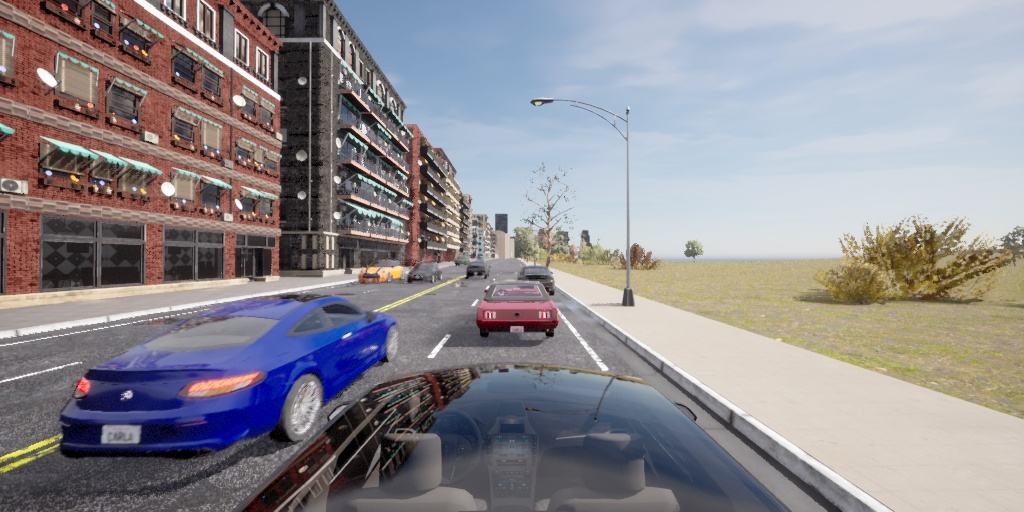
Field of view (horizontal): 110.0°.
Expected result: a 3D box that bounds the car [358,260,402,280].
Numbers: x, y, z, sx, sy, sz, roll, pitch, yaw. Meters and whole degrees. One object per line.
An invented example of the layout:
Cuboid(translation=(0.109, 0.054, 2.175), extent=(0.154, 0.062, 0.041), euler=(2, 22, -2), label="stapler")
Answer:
Cuboid(translation=(-9.747, 1.104, 26.969), extent=(2.097, 1.767, 4.553), euler=(0, 0, 0), label="car")

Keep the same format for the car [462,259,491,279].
Cuboid(translation=(-3.020, 1.252, 32.357), extent=(1.837, 1.490, 4.892), euler=(0, -1, 0), label="car")

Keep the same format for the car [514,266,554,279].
Cuboid(translation=(1.210, 1.257, 19.435), extent=(1.837, 1.490, 4.892), euler=(0, 0, 0), label="car")

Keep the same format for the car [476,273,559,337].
Cuboid(translation=(0.133, 1.352, 10.235), extent=(1.895, 1.301, 4.718), euler=(0, 0, 0), label="car")

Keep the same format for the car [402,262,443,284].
Cuboid(translation=(-6.497, 1.257, 27.106), extent=(1.837, 1.490, 4.892), euler=(0, 0, 0), label="car")

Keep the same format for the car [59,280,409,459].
Cuboid(translation=(-3.139, 1.276, 5.188), extent=(1.812, 1.442, 4.674), euler=(0, 0, 0), label="car")
